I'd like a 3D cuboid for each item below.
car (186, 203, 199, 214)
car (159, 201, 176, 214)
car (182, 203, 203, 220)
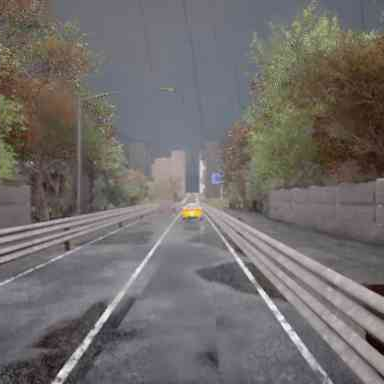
[{"bbox_3d":[0.076,2.261,46.246,1.812,1.442,4.674,0,-1,1],"label":"car"},{"bbox_3d":[-3.289,2.070,45.610,2.097,1.767,4.553,0,-1,0],"label":"car"},{"bbox_3d":[0.037,1.937,33.384,1.882,1.535,5.008,0,-1,0],"label":"car"}]
